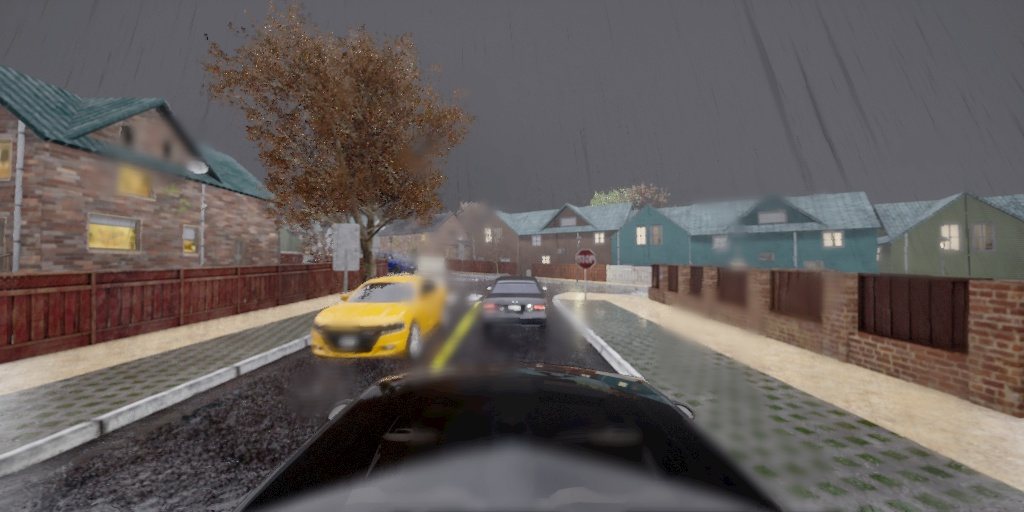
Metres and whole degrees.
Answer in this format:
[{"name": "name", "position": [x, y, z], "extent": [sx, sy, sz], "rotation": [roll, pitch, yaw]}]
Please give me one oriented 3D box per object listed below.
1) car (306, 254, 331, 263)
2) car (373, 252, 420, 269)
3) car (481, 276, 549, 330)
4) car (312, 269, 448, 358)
[{"name": "car", "position": [-21.084, 0.587, 40.092], "extent": [4.892, 1.490, 1.837], "rotation": [2, 0, 32]}, {"name": "car", "position": [-11.251, 0.663, 33.927], "extent": [5.566, 2.045, 2.150], "rotation": [2, 0, 32]}, {"name": "car", "position": [0.150, 1.327, 11.289], "extent": [2.033, 1.411, 5.357], "rotation": [0, 0, 2]}, {"name": "car", "position": [-2.832, 1.249, 8.754], "extent": [1.882, 1.535, 5.008], "rotation": [0, 0, 0]}]
